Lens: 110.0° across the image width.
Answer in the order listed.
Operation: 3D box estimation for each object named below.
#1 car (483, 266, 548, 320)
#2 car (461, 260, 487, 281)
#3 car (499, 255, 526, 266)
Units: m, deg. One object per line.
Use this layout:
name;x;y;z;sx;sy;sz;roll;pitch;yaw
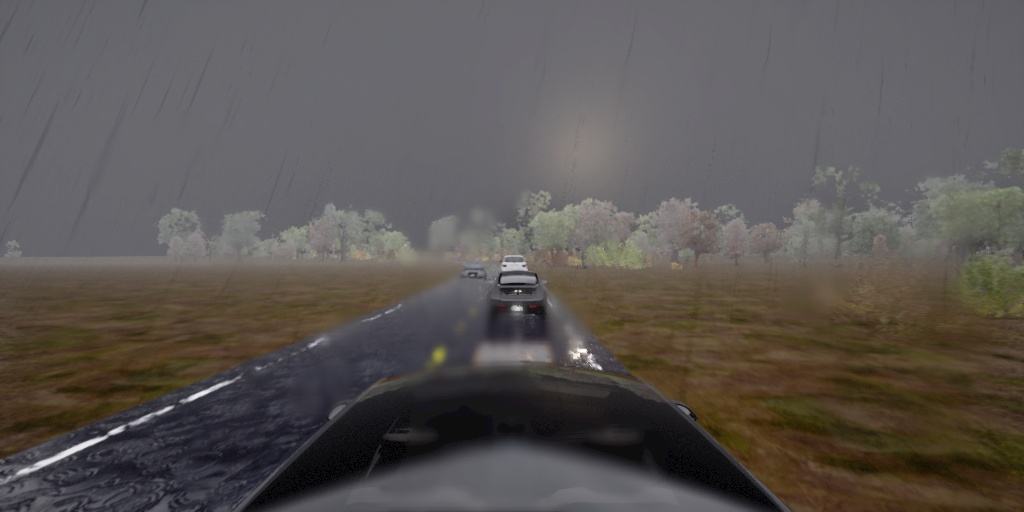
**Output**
car;0.211;1.250;12.553;1.837;1.490;4.892;0;0;1
car;-3.047;1.298;29.535;1.994;1.385;4.181;0;0;-1
car;0.103;0.957;31.830;2.150;2.045;5.566;0;0;-2
